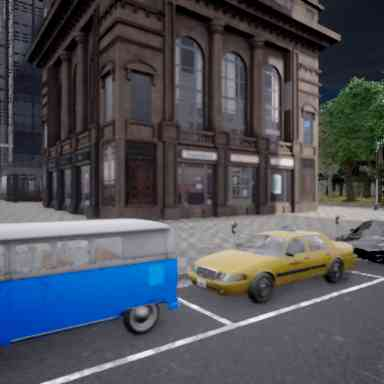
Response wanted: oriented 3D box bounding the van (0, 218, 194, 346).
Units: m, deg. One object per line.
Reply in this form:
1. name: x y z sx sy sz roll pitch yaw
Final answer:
1. van: -2.121 1.350 5.137 3.998 1.788 1.690 0 0 -36

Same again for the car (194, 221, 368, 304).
1. car: 2.160 1.549 8.206 4.829 1.417 1.752 0 0 -36

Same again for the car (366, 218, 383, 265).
1. car: 6.716 1.606 11.474 4.313 1.339 1.947 0 0 -36
